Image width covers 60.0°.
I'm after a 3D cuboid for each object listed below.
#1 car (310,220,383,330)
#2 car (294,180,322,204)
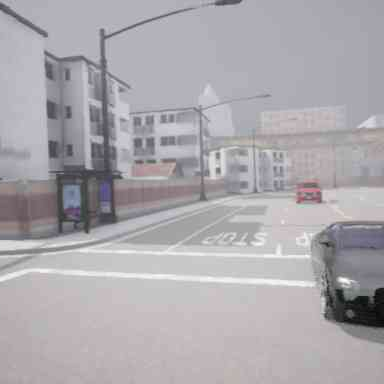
[{"bbox_3d":[3.347,1.250,6.219,1.994,1.385,4.181,-1,2,15],"label":"car"},{"bbox_3d":[10.715,-0.022,30.902,2.150,2.045,5.566,-1,3,16],"label":"car"}]
